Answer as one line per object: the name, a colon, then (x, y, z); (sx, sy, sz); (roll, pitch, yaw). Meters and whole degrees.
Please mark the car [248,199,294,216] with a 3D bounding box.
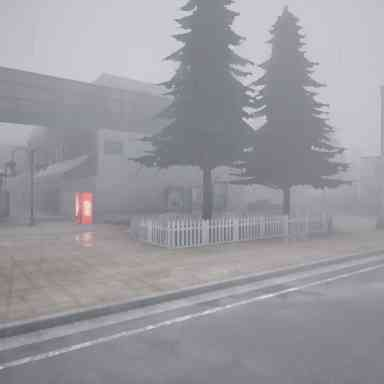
car: (7.795, 1.462, 33.093); (1.882, 1.535, 5.008); (0, 0, -34)
